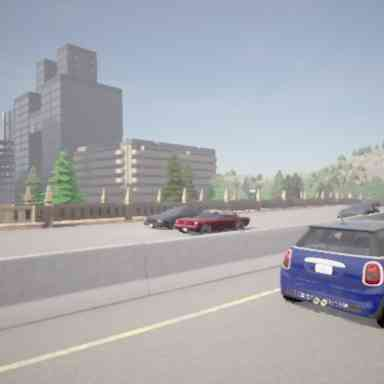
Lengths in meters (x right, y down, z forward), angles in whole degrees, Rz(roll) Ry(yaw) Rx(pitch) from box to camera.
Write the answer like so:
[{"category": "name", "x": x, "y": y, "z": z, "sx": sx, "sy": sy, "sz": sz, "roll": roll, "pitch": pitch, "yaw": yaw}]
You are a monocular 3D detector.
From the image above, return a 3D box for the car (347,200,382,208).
[{"category": "car", "x": 13.319, "y": 1.624, "z": 26.399, "sx": 2.033, "sy": 1.411, "sz": 5.357, "roll": 0, "pitch": 0, "yaw": 44}]

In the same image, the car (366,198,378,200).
[{"category": "car", "x": 27.940, "y": 1.698, "z": 51.785, "sx": 2.033, "sy": 1.411, "sz": 5.357, "roll": 0, "pitch": 0, "yaw": 44}]

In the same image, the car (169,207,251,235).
[{"category": "car", "x": 1.239, "y": 1.679, "z": 19.031, "sx": 4.718, "sy": 1.301, "sz": 1.895, "roll": 0, "pitch": 0, "yaw": -44}]

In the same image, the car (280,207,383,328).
[{"category": "car", "x": 3.931, "y": 1.369, "z": 7.192, "sx": 4.553, "sy": 1.767, "sz": 2.097, "roll": 0, "pitch": 0, "yaw": -40}]

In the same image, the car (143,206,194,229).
[{"category": "car", "x": -0.599, "y": 1.646, "z": 22.104, "sx": 5.357, "sy": 1.411, "sz": 2.033, "roll": 0, "pitch": 0, "yaw": -44}]
